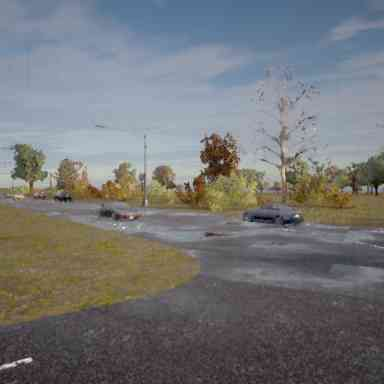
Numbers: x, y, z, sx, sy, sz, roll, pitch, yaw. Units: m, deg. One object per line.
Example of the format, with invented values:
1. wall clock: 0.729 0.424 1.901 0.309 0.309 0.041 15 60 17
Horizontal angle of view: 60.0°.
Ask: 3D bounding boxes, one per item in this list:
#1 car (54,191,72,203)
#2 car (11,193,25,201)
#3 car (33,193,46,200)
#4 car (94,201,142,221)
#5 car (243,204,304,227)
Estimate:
1. car: -24.253 0.892 62.421 2.150 2.045 5.566 0 0 -37
2. car: -37.564 1.060 72.213 1.882 1.535 5.008 0 0 -29
3. car: -35.643 0.903 77.725 2.097 1.767 4.553 0 0 -37
4. car: -5.952 1.443 26.172 2.033 1.411 5.357 0 0 -37
5. car: 5.418 1.488 22.568 1.994 1.385 4.181 0 0 -37
